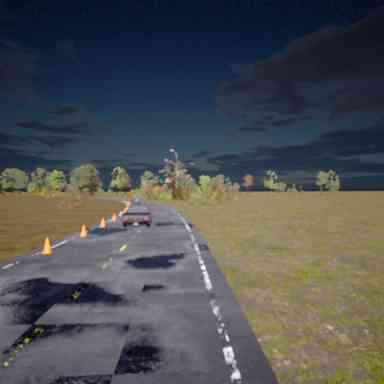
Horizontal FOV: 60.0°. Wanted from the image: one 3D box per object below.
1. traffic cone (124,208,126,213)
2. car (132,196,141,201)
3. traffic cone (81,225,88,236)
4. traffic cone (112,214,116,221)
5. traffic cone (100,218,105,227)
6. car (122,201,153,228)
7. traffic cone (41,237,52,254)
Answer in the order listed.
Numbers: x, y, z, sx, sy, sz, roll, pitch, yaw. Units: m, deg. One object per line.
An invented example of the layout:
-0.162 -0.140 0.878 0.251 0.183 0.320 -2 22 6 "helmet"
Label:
-6.901 2.071 32.349 0.340 0.580 0.340 0 0 -6 "traffic cone"
-12.999 1.731 77.505 2.128 1.511 4.902 0 0 -15 "car"
-5.713 2.023 17.538 0.340 0.580 0.340 0 0 -3 "traffic cone"
-6.420 2.055 27.419 0.340 0.580 0.340 0 0 -5 "traffic cone"
-6.023 2.039 22.482 0.340 0.580 0.340 0 0 -4 "traffic cone"
-3.709 1.630 23.470 2.033 1.411 5.357 0 0 -4 "car"
-5.469 2.007 12.572 0.340 0.580 0.340 0 0 -3 "traffic cone"
